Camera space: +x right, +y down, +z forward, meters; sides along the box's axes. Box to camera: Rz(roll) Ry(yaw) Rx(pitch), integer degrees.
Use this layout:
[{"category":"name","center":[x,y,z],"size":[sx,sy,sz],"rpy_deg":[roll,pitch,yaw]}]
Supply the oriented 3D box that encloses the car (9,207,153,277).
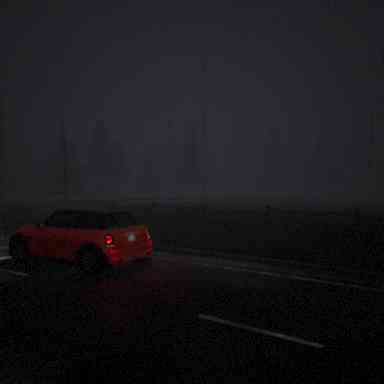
[{"category":"car","center":[-3.475,1.259,10.150],"size":[4.553,1.767,2.097],"rpy_deg":[1,1,30]}]
